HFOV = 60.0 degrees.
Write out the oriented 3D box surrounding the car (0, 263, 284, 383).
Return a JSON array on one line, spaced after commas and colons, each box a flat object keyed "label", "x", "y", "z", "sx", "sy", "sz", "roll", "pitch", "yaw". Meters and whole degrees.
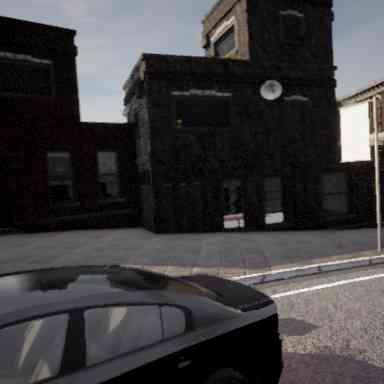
[{"label": "car", "x": -1.432, "y": 1.455, "z": 2.708, "sx": 5.008, "sy": 1.535, "sz": 1.882, "roll": 0, "pitch": 0, "yaw": -34}]
